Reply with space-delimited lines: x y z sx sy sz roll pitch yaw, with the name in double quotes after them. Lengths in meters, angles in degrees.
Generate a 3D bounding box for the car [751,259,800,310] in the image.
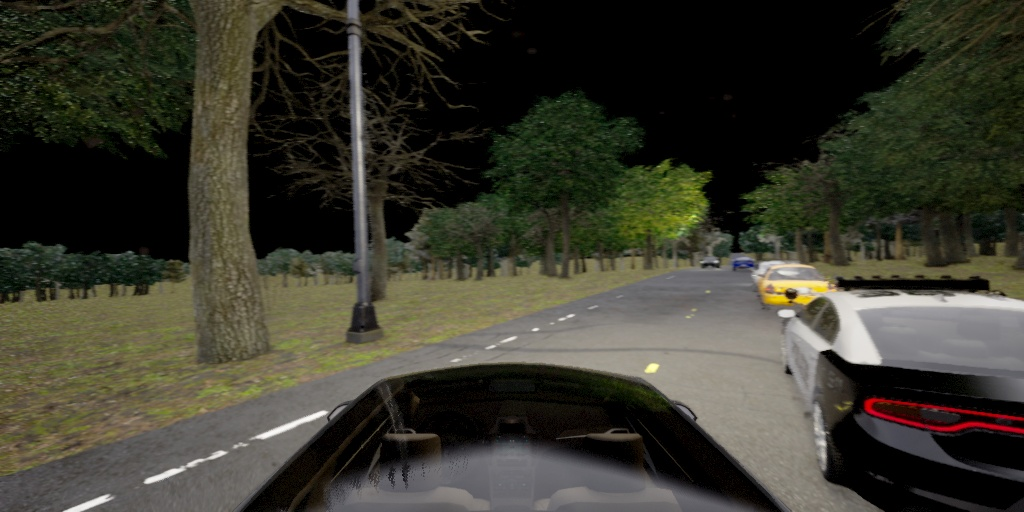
9.620 0.934 12.448 1.801 1.575 5.366 -3 -1 32 "car"

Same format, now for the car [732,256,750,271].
24.653 0.761 38.253 1.882 1.535 5.008 -3 -1 32 "car"

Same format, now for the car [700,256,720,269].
26.157 0.792 47.277 2.097 1.767 4.553 -3 -2 32 "car"

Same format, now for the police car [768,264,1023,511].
4.252 1.026 3.914 1.930 1.638 5.238 -3 -1 32 "police car"

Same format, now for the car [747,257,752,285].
12.716 0.945 17.366 1.812 1.442 4.674 -3 -1 32 "car"
